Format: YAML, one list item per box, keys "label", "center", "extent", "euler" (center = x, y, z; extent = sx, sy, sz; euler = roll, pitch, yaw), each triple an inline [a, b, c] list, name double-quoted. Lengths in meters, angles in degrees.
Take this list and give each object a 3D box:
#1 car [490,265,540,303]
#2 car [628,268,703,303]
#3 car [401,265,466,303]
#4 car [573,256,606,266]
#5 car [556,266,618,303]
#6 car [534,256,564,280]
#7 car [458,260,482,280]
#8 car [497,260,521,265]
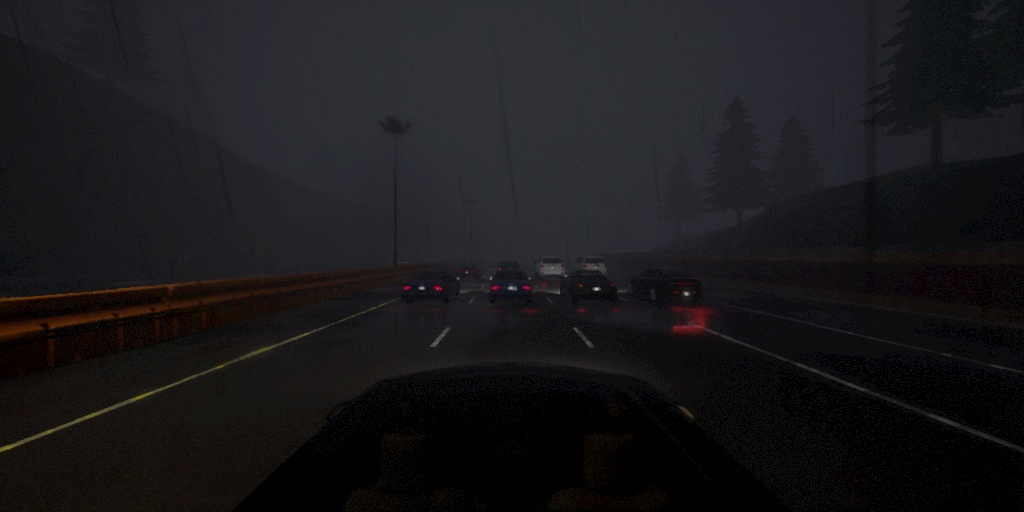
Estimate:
- label: "car"
  center: [-0.066, 1.313, 16.610]
  extent: [2.033, 1.411, 5.357]
  euler: [0, 0, -1]
- label: "car"
  center: [6.933, 1.266, 16.699]
  extent: [1.837, 1.490, 4.892]
  euler: [0, 0, -1]
- label: "car"
  center: [-3.566, 1.313, 16.566]
  extent: [2.033, 1.411, 5.357]
  euler: [0, 0, -1]
- label: "car"
  center: [6.743, 1.008, 31.728]
  extent: [2.150, 2.045, 5.566]
  euler: [0, 0, -1]
- label: "car"
  center: [3.433, 1.322, 16.655]
  extent: [1.994, 1.385, 4.181]
  euler: [0, 0, -1]
- label: "car"
  center: [3.243, 1.008, 31.683]
  extent: [2.150, 2.045, 5.566]
  euler: [0, 0, -1]
- label: "car"
  center: [-3.756, 1.322, 31.565]
  extent: [1.994, 1.385, 4.181]
  euler: [0, 0, -1]
- label: "car"
  center: [-0.256, 1.116, 31.579]
  extent: [2.097, 1.767, 4.553]
  euler: [0, 0, -1]
